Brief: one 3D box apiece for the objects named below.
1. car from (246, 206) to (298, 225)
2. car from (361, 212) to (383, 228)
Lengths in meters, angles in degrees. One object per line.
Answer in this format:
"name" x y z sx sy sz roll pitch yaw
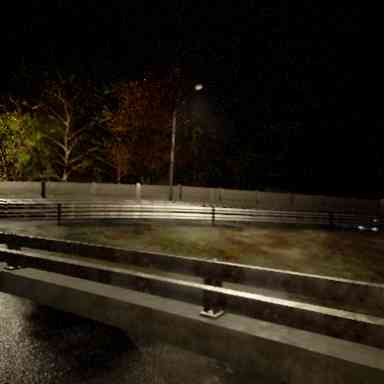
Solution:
"car" 7.277 2.046 30.327 4.902 1.511 2.128 3 -1 -18
"car" 19.814 2.842 34.399 4.553 1.767 2.097 4 -1 -18
